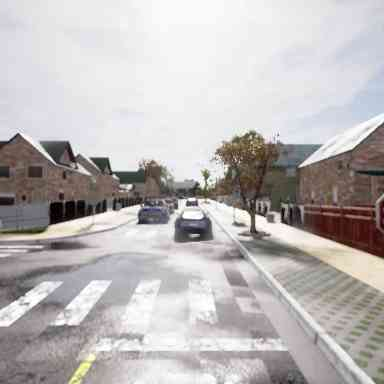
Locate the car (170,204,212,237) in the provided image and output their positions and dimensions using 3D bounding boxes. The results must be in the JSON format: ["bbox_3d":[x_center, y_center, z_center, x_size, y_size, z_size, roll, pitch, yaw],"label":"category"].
[{"bbox_3d":[0.061,1.598,18.525,1.994,1.385,4.181,-1,0,0],"label":"car"}]

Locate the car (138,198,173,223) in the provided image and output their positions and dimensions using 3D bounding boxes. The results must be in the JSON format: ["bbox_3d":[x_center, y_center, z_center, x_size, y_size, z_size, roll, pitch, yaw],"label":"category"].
[{"bbox_3d":[-2.884,1.374,25.814,2.097,1.767,4.553,0,0,0],"label":"car"}]

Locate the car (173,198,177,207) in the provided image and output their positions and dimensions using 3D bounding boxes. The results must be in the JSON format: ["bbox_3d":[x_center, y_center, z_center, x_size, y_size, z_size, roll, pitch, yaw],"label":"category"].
[{"bbox_3d":[-2.893,1.547,35.919,1.837,1.490,4.892,0,0,0],"label":"car"}]

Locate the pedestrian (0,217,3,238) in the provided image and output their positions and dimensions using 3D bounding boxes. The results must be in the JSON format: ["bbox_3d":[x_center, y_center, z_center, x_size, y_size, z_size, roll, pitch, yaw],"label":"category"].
[{"bbox_3d":[-9.934,1.814,17.144,0.500,1.100,0.500,0,-2,5],"label":"pedestrian"}]

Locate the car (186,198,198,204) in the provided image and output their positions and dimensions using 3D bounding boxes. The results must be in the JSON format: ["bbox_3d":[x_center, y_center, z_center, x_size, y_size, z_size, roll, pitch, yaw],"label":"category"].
[{"bbox_3d":[0.019,1.683,56.357,1.994,1.385,4.181,0,0,0],"label":"car"}]
